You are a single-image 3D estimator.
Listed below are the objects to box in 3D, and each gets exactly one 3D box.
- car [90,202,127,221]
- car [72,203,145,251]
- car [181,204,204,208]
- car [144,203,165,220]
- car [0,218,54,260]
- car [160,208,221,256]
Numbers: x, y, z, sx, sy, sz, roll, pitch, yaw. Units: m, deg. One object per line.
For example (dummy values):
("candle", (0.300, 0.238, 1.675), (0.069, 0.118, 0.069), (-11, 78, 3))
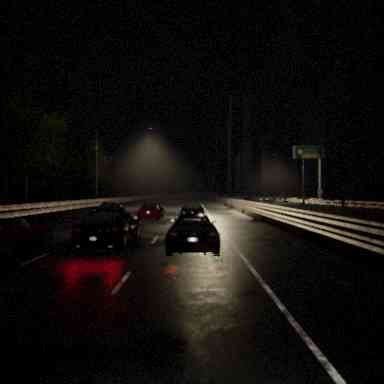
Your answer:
("car", (-6.947, 1.581, 28.124), (1.994, 1.385, 4.181), (0, 0, 1))
("car", (-3.444, 1.479, 14.127), (1.882, 1.535, 5.008), (0, 0, 1))
("car", (0.043, 1.616, 27.374), (1.895, 1.301, 4.718), (0, 0, 1))
("car", (-3.447, 1.581, 28.314), (1.994, 1.385, 4.181), (0, 0, 1))
("car", (-6.962, 1.601, 12.361), (1.895, 1.301, 4.718), (0, 0, 1))
("car", (0.048, 1.565, 13.176), (1.994, 1.385, 4.181), (0, 0, 1))
